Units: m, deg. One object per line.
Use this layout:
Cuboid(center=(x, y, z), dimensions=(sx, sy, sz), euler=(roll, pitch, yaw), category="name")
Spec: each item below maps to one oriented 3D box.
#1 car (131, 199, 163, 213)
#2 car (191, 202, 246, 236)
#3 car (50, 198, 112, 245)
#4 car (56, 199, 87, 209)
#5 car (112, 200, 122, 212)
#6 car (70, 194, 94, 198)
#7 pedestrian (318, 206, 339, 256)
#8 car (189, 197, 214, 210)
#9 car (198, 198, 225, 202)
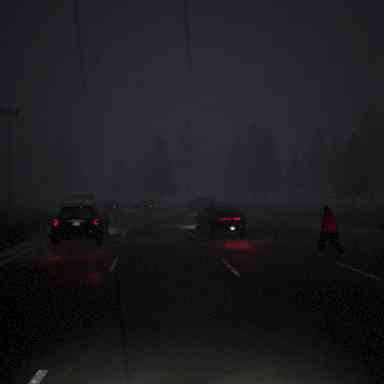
Cuboid(center=(-5.182, 1.547, 37.971), dimensions=(2.033, 1.411, 5.357), euler=(0, 0, -32), category="car")
Cuboid(center=(1.485, 1.504, 18.474), dimensions=(1.837, 1.490, 4.892), euler=(0, 0, -11), category="car")
Cuboid(center=(-5.173, 1.351, 15.833), dimensions=(2.097, 1.767, 4.553), euler=(0, 0, -10), category="car")
Cuboid(center=(-16.790, 1.601, 46.140), dimensions=(4.718, 1.301, 1.895), euler=(0, 0, 39), category="car")
Cuboid(center=(-9.554, 1.564, 37.860), dimensions=(1.994, 1.385, 4.181), euler=(0, 0, -33), category="car")
Cuboid(center=(-11.993, 1.214, 35.695), dimensions=(2.150, 2.045, 5.566), euler=(0, -1, -32), category="car")
Cuboid(center=(4.653, 1.294, 11.327), dimensions=(0.375, 1.860, 0.375), euler=(0, 0, -7), category="pedestrian")
Cuboid(center=(1.359, 1.352, 40.553), dimensions=(2.097, 1.767, 4.553), euler=(0, 0, -28), category="car")
Cuboid(center=(2.321, 1.525, 29.018), dimensions=(1.812, 1.442, 4.674), euler=(0, 0, -18), category="car")
